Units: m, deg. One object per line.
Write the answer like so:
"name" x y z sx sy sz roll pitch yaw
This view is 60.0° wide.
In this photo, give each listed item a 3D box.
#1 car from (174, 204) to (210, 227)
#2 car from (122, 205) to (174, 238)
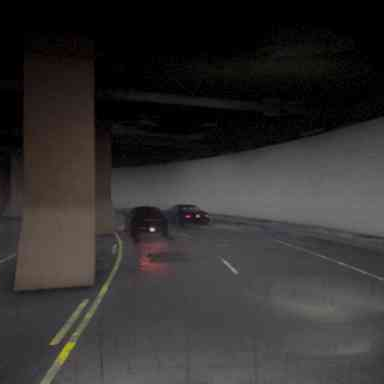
"car" -0.665 1.542 22.919 2.033 1.411 5.357 0 0 -24
"car" -2.575 1.510 17.910 1.837 1.490 4.892 0 0 -17
